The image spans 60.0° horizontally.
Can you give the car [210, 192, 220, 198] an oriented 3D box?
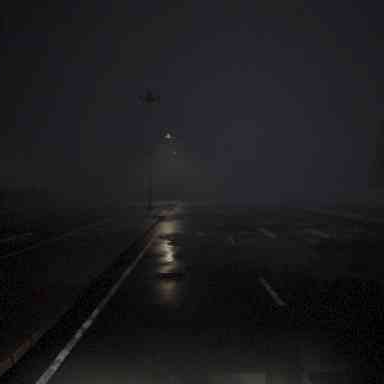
[{"bbox_3d":[6.594,0.836,91.438,2.128,1.511,4.902,0,0,0],"label":"car"}]
